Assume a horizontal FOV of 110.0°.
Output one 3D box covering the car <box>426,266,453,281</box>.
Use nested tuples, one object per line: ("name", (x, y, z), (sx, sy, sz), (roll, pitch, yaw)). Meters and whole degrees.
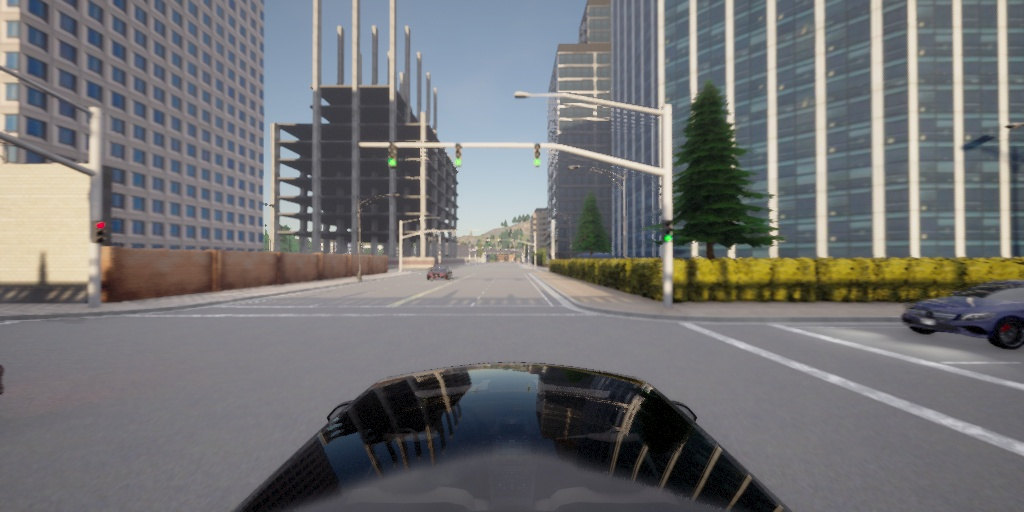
("car", (-6.997, 1.626, 35.080), (1.994, 1.385, 4.181), (0, -1, 0))

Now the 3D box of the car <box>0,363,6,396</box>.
("car", (-6.988, 1.324, 2.306), (1.812, 1.442, 4.674), (0, -1, 0))

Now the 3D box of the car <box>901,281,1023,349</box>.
("car", (12.308, 1.311, 8.604), (4.674, 1.442, 1.812), (0, -1, 0))
